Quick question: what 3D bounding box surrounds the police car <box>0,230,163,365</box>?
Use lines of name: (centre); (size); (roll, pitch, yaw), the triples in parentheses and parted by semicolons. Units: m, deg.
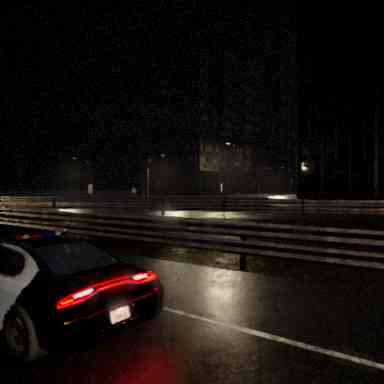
police car: (-2.948, 1.497, 5.972); (4.974, 1.542, 2.038); (0, 0, 35)
